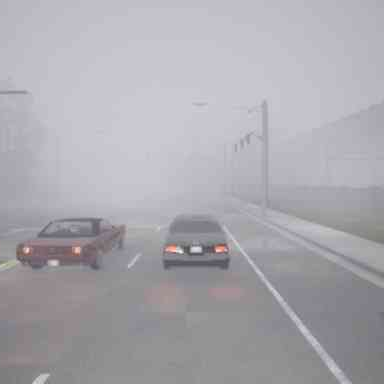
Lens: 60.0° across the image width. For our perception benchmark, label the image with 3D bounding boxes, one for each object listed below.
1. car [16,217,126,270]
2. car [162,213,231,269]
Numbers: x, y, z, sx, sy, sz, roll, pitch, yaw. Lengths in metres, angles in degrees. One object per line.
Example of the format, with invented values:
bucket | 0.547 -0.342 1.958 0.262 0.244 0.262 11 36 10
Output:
car | -3.388 1.432 10.424 1.895 1.301 4.718 0 1 1
car | 0.102 1.381 10.473 2.033 1.411 5.357 0 1 0
